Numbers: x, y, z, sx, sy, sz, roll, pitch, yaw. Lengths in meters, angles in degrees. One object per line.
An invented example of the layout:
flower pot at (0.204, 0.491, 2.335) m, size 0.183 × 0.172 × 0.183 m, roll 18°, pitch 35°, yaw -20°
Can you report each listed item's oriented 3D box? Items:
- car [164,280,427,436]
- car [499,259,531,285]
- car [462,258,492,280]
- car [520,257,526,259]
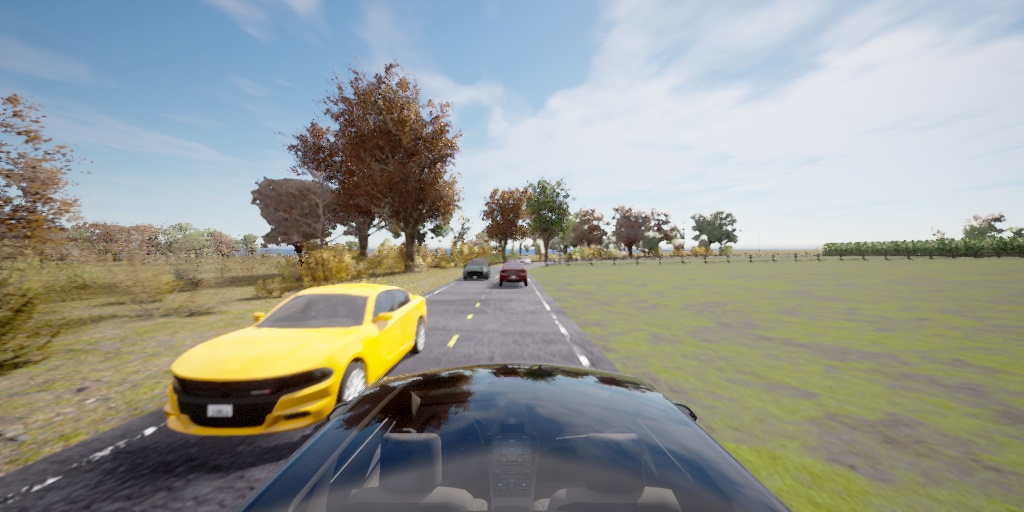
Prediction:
car at (-2.806, 1.223, 5.964) m, size 1.882 × 1.535 × 5.008 m, roll 0°, pitch 0°, yaw 0°
car at (0.095, 1.189, 25.325) m, size 1.882 × 1.535 × 5.008 m, roll 0°, pitch 0°, yaw 0°
car at (-2.839, 1.050, 29.853) m, size 2.097 × 1.767 × 4.553 m, roll 0°, pitch 0°, yaw 0°
car at (0.319, 1.135, 45.117) m, size 2.128 × 1.511 × 4.902 m, roll 0°, pitch 0°, yaw 3°
